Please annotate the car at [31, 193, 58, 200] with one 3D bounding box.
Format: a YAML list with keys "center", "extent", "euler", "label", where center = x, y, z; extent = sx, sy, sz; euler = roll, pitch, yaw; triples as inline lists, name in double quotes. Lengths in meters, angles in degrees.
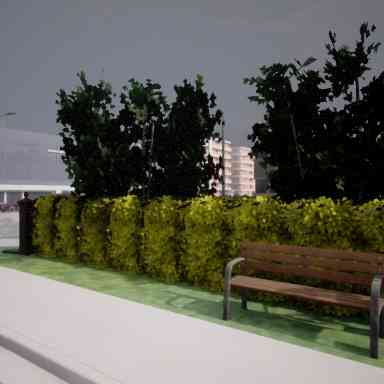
- center: [-15.244, 1.167, 36.865]
  extent: [2.150, 2.045, 5.566]
  euler: [0, 0, 36]
  label: "car"

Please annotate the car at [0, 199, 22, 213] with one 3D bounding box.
- center: [-19.070, 1.502, 37.534]
  extent: [2.033, 1.411, 5.357]
  euler: [0, 0, 35]
  label: "car"
